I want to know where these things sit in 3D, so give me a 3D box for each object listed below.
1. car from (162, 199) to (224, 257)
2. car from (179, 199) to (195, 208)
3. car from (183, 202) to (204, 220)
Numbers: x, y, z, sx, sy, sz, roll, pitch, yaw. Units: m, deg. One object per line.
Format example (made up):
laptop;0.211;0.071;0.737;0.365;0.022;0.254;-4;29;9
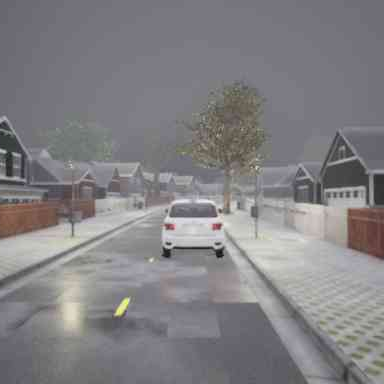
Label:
car;0.061;1.289;13.415;2.150;2.045;5.566;0;0;0
car;-0.829;1.845;54.589;1.994;1.385;4.181;0;0;7
car;0.222;1.675;30.519;1.812;1.442;4.674;0;0;2
